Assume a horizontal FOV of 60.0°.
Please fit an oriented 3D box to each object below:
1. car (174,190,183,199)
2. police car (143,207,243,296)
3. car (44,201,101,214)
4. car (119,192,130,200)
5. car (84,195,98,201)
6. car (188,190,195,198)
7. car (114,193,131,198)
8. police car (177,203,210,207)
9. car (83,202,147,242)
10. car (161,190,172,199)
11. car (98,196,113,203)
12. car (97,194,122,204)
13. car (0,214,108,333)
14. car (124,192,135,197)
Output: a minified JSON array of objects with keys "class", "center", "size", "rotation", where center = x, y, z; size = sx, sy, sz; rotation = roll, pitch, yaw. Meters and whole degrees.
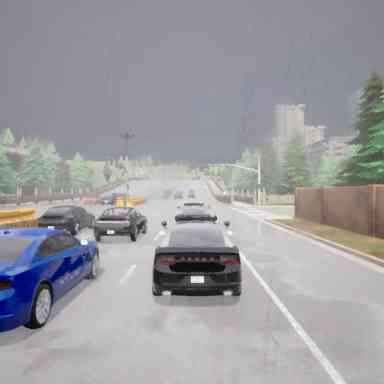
[{"class":"car","center":[-3.564,0.884,88.023],"size":[2.097,1.767,4.553],"rotation":[0,3,0]},{"class":"police car","center":[0.104,1.423,8.780],"size":[1.930,1.638,5.238],"rotation":[0,0,0]},{"class":"car","center":[-6.891,1.501,18.685],"size":[1.837,1.490,4.892],"rotation":[0,0,0]},{"class":"car","center":[-17.559,0.939,86.943],"size":[2.097,1.767,4.553],"rotation":[0,2,0]},{"class":"car","center":[-17.542,1.339,58.945],"size":[2.097,1.767,4.553],"rotation":[0,0,0]},{"class":"car","center":[-0.080,0.911,91.229],"size":[1.895,1.301,4.718],"rotation":[0,4,0]},{"class":"car","center":[-13.989,1.463,66.216],"size":[1.882,1.535,5.008],"rotation":[0,0,1]},{"class":"police car","center":[0.107,1.421,18.714],"size":[1.930,1.638,5.238],"rotation":[0,0,0]},{"class":"car","center":[-3.401,1.488,16.493],"size":[2.128,1.511,4.902],"rotation":[0,0,1]},{"class":"car","center":[-7.066,1.052,88.449],"size":[1.994,1.385,4.181],"rotation":[0,4,0]},{"class":"car","center":[-17.469,1.538,67.480],"size":[1.994,1.385,4.181],"rotation":[0,0,0]},{"class":"car","center":[-14.032,1.479,56.756],"size":[2.128,1.511,4.902],"rotation":[0,0,-1]},{"class":"car","center":[-3.397,1.476,6.940],"size":[1.882,1.535,5.008],"rotation":[0,0,0]},{"class":"car","center":[-14.002,1.433,75.657],"size":[1.882,1.535,5.008],"rotation":[0,0,0]}]
